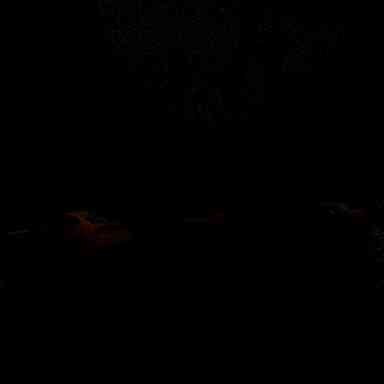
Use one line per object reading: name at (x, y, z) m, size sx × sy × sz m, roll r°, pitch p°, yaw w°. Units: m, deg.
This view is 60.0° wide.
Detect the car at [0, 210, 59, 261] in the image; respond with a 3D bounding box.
car at (-6.886, 1.379, 11.156) m, size 4.553 × 1.767 × 2.185 m, roll -1°, pitch 0°, yaw 34°

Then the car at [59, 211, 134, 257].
car at (-4.502, 1.488, 12.905) m, size 5.008 × 1.535 × 2.097 m, roll -1°, pitch 0°, yaw 34°

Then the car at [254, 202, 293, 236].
car at (2.666, 1.465, 18.190) m, size 4.792 × 1.488 × 2.163 m, roll -1°, pitch -1°, yaw 33°

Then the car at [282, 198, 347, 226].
car at (7.318, 1.278, 21.819) m, size 4.553 × 1.767 × 2.185 m, roll -1°, pitch -1°, yaw 33°

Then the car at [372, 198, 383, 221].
car at (12.031, 1.243, 25.431) m, size 4.553 × 1.767 × 2.185 m, roll -1°, pitch 0°, yaw 32°

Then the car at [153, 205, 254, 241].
car at (0.235, 1.484, 16.441) m, size 4.792 × 1.488 × 2.163 m, roll -1°, pitch 0°, yaw 33°

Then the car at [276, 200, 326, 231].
car at (4.999, 1.419, 19.987) m, size 5.008 × 1.535 × 2.097 m, roll -1°, pitch 0°, yaw 33°

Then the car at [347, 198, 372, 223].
car at (9.522, 1.386, 23.712) m, size 5.366 × 1.575 × 1.946 m, roll -1°, pitch 0°, yaw 32°
